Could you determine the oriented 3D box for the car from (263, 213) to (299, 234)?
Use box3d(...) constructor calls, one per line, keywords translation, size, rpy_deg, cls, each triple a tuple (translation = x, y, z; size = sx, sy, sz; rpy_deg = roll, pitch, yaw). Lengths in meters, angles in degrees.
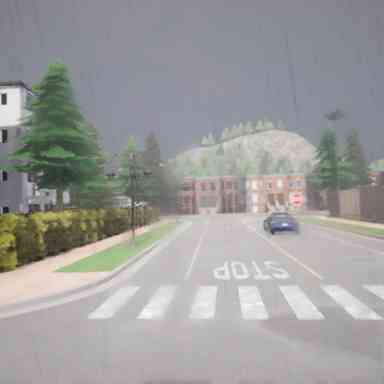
box3d(translation=(6.305, 2.177, 23.811), size=(1.994, 1.385, 4.181), rpy_deg=(-2, -2, 5), cls="car")
